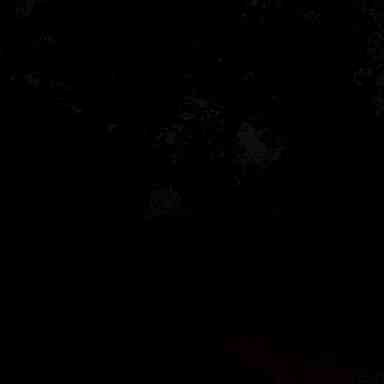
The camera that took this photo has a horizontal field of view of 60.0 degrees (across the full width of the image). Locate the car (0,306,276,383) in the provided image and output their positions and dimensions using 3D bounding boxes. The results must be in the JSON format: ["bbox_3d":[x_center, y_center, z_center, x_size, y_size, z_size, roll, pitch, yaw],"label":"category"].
[{"bbox_3d":[-1.743,1.603,1.877,4.718,1.301,1.895,0,0,-36],"label":"car"}]
